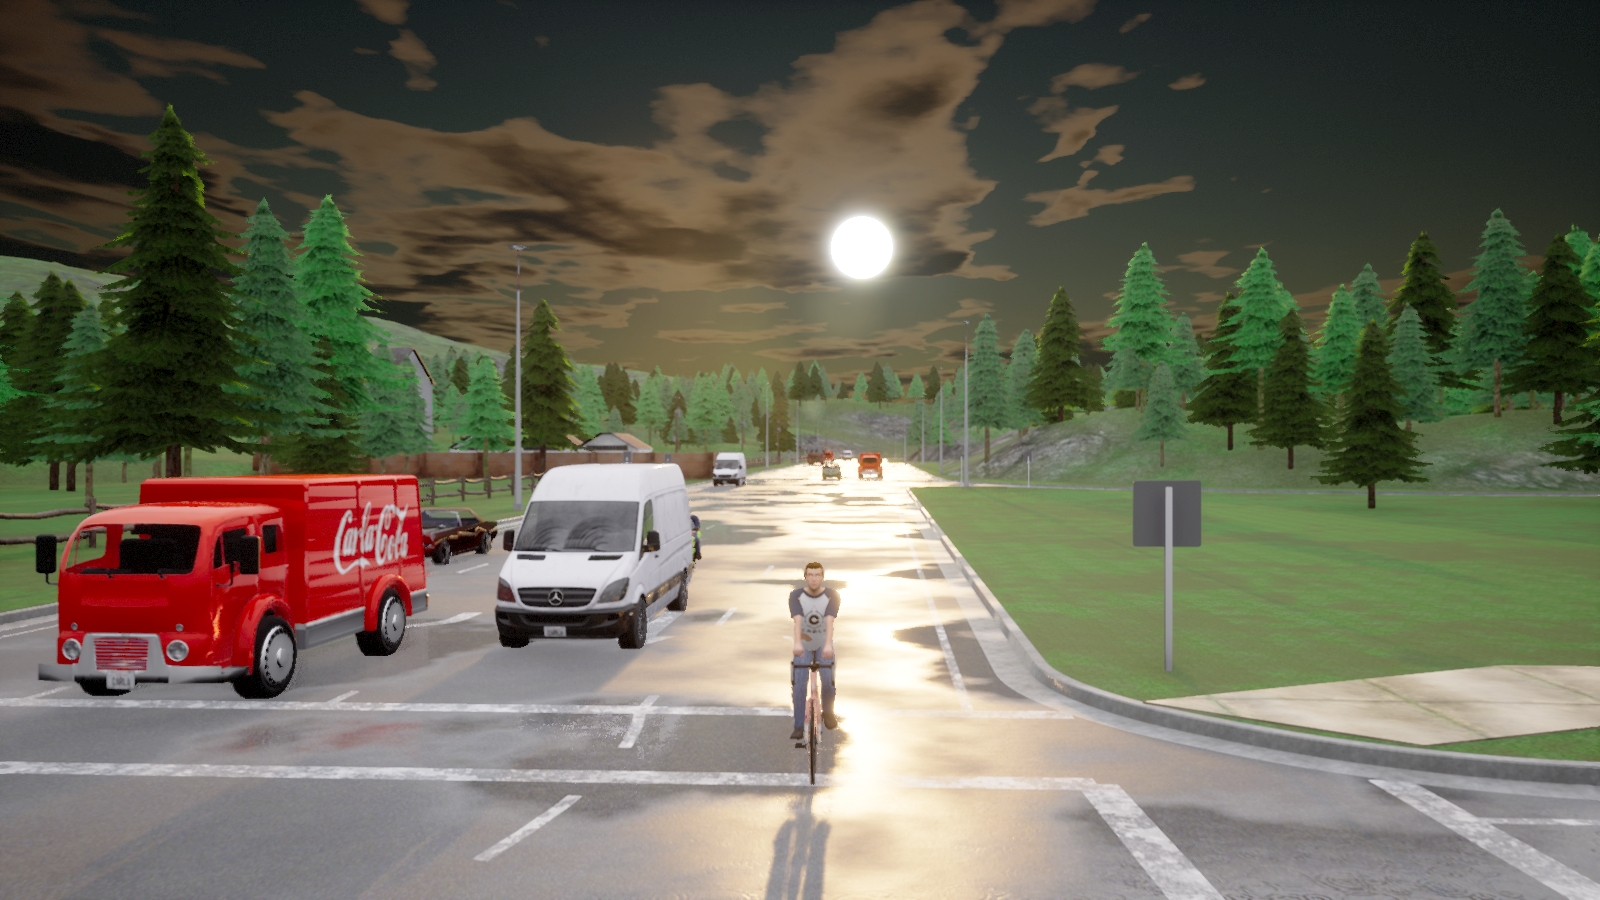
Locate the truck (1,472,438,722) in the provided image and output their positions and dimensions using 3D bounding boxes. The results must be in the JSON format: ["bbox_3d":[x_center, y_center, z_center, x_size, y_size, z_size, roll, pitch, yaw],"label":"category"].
[{"bbox_3d":[-6.868,1.561,14.464,2.627,2.467,5.204,0,0,4],"label":"truck"}]

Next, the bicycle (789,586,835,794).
[{"bbox_3d":[0.123,2.051,10.118,0.373,1.496,1.643,0,0,2],"label":"bicycle"}]

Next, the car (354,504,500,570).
[{"bbox_3d":[-9.332,2.144,29.054,1.895,1.301,4.718,0,0,4],"label":"car"}]

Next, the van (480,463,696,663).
[{"bbox_3d":[-3.086,1.526,18.134,1.988,2.561,5.915,0,0,4],"label":"van"}]

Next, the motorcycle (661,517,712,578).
[{"bbox_3d":[-2.539,2.176,25.753,0.803,1.199,2.033,0,0,4],"label":"motorcycle"}]
